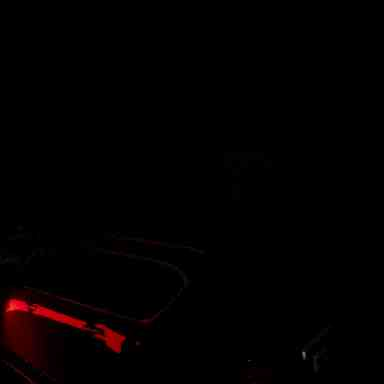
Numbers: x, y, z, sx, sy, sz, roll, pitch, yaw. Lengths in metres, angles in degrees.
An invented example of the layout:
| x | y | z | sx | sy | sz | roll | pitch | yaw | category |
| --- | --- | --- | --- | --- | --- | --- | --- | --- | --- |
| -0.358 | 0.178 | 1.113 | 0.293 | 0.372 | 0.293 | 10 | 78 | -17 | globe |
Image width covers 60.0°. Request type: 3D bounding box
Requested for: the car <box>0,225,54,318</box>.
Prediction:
| x | y | z | sx | sy | sz | roll | pitch | yaw | category |
| --- | --- | --- | --- | --- | --- | --- | --- | --- | --- |
| -5.218 | 1.574 | 7.638 | 4.829 | 1.417 | 1.752 | -1 | 0 | 40 | car |

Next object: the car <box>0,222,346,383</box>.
| x | y | z | sx | sy | sz | roll | pitch | yaw | category |
| --- | --- | --- | --- | --- | --- | --- | --- | --- | --- |
| -0.893 | 1.303 | 3.950 | 5.009 | 1.841 | 2.192 | -1 | 0 | 40 | car |
